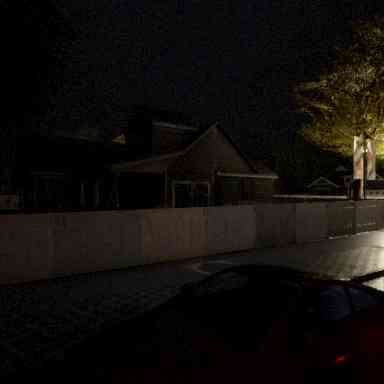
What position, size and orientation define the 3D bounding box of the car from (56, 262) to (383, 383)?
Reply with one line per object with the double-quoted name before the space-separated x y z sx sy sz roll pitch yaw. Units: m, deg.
"car" 0.782 1.564 3.628 4.181 1.385 1.994 0 0 -36
